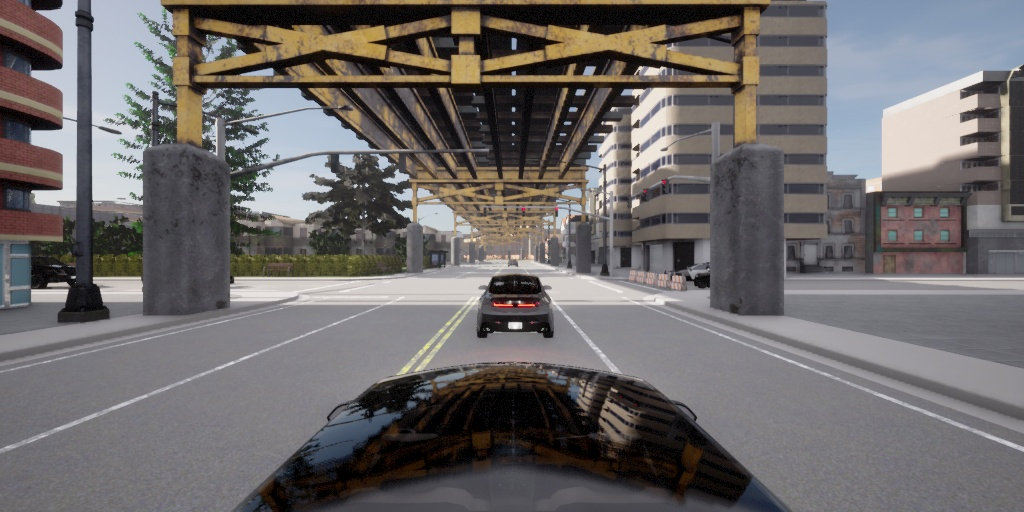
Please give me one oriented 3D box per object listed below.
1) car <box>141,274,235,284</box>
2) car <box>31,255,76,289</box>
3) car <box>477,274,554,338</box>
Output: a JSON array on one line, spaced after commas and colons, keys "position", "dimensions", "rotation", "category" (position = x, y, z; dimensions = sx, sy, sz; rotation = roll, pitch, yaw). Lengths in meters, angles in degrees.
[{"position": [-20.032, 1.255, 22.275], "dimensions": [4.892, 1.490, 1.837], "rotation": [0, 0, 0], "category": "car"}, {"position": [-30.046, 0.971, 22.336], "dimensions": [5.566, 2.045, 2.150], "rotation": [0, 0, 0], "category": "car"}, {"position": [0.088, 1.255, 10.160], "dimensions": [1.837, 1.490, 4.892], "rotation": [0, 0, 0], "category": "car"}]
